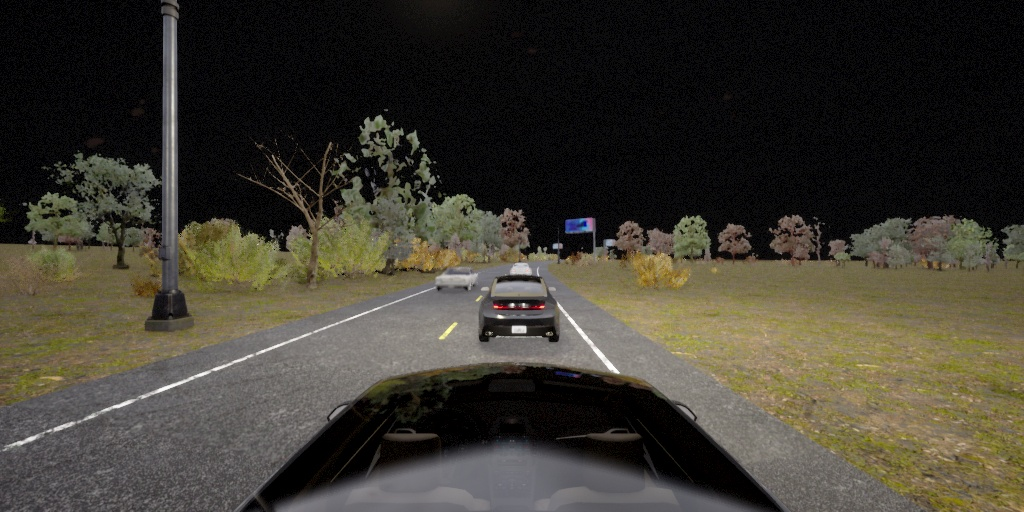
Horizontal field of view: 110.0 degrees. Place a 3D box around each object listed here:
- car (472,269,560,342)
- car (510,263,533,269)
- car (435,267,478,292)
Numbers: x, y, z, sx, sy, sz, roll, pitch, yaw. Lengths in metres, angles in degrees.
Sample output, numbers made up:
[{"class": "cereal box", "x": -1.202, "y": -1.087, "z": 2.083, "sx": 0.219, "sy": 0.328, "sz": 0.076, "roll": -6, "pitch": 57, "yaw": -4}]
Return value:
[{"class": "car", "x": 0.182, "y": 1.257, "z": 9.749, "sx": 1.837, "sy": 1.490, "sz": 4.892, "roll": 0, "pitch": 0, "yaw": 1}, {"class": "car", "x": 0.776, "y": 1.295, "z": 30.293, "sx": 1.812, "sy": 1.442, "sz": 4.674, "roll": 0, "pitch": 0, "yaw": 3}, {"class": "car", "x": -3.243, "y": 1.362, "z": 21.688, "sx": 1.895, "sy": 1.301, "sz": 4.718, "roll": 0, "pitch": 0, "yaw": 2}]
